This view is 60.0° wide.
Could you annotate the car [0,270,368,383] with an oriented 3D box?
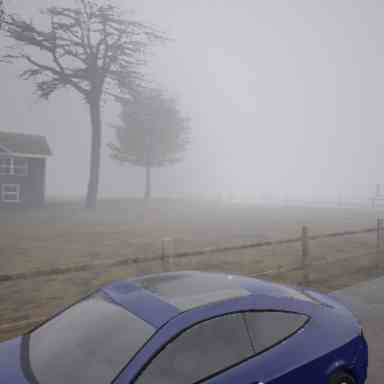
[{"bbox_3d":[-0.313,1.527,2.838,4.674,1.442,1.812,0,0,-35],"label":"car"}]
